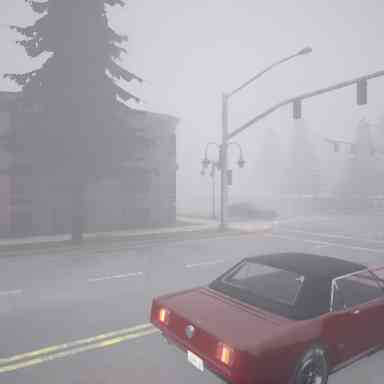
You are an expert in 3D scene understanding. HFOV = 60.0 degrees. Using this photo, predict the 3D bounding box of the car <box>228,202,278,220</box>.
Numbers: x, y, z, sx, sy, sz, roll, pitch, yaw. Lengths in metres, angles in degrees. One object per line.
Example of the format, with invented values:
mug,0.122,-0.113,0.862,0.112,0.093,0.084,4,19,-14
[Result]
car,4.741,1.547,28.220,2.033,1.411,5.357,0,0,-33

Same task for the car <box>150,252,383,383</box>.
car,1.881,1.601,4.976,4.718,1.301,1.895,0,0,-34

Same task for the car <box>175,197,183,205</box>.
car,-3.420,1.526,60.039,1.812,1.442,4.674,0,0,-33
